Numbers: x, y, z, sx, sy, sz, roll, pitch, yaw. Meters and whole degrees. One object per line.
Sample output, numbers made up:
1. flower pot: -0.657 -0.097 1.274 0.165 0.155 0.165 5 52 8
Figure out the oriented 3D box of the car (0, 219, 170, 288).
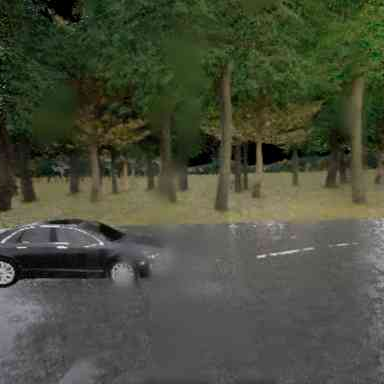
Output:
1. car: -3.019 1.470 8.631 4.892 1.490 1.837 -2 2 4
